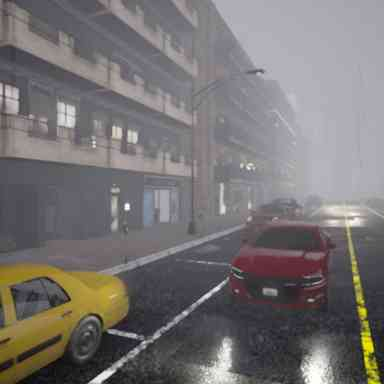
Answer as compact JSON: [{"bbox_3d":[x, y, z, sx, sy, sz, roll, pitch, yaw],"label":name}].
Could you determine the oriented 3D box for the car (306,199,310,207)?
[{"bbox_3d":[9.071,1.602,29.446,1.802,1.307,4.206,0,0,24],"label":"car"}]

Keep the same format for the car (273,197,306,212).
[{"bbox_3d":[6.753,1.332,24.308,2.192,1.841,5.009,0,0,24],"label":"car"}]

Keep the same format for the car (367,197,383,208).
[{"bbox_3d":[26.052,1.549,46.699,1.752,1.417,4.829,0,0,24],"label":"car"}]

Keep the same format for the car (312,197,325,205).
[{"bbox_3d":[22.982,1.577,60.270,1.887,1.381,4.507,0,0,24],"label":"car"}]

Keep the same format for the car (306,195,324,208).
[{"bbox_3d":[18.346,1.344,49.995,2.192,1.841,5.009,0,0,24],"label":"car"}]

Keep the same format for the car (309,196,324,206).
[{"bbox_3d":[20.663,1.471,55.132,1.967,1.590,4.097,0,0,24],"label":"car"}]

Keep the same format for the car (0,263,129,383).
[{"bbox_3d":[-2.592,1.530,3.602,1.752,1.417,4.829,0,0,24],"label":"car"}]

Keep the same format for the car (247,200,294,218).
[{"bbox_3d":[4.434,1.454,19.171,1.967,1.590,4.097,0,0,24],"label":"car"}]

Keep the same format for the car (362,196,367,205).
[{"bbox_3d":[30.619,1.572,56.819,1.887,1.381,4.507,0,0,24],"label":"car"}]

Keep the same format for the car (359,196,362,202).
[{"bbox_3d":[39.893,1.584,77.368,2.008,1.369,4.403,0,0,24],"label":"car"}]

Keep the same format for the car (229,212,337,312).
[{"bbox_3d":[2.396,1.484,8.116,1.882,1.535,5.008,0,0,24],"label":"car"}]
